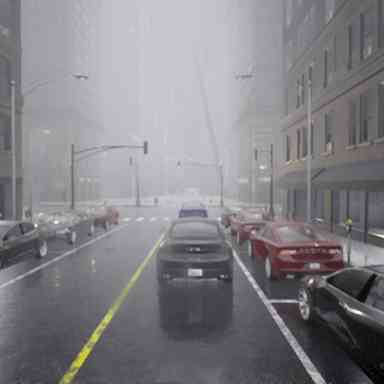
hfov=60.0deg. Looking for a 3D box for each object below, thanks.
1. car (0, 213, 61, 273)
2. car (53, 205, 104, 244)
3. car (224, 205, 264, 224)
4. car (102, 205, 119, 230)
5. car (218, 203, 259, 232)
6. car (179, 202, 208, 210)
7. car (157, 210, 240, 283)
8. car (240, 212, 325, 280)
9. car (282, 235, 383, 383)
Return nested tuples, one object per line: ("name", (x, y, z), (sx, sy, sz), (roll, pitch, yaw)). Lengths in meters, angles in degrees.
("car", (-5.761, 1.544, 9.725), (1.947, 1.339, 4.313), (-1, 0, 0))
("car", (-5.755, 1.517, 15.230), (2.008, 1.369, 4.403), (-1, 0, 0))
("car", (2.770, 1.511, 15.219), (1.887, 1.381, 4.507), (-1, 0, 0))
("car", (-5.748, 1.499, 20.735), (1.887, 1.381, 4.507), (-1, 0, 0))
("car", (2.777, 1.500, 20.725), (1.887, 1.381, 4.507), (-1, 0, 0))
("car", (0.098, 1.427, 23.309), (1.882, 1.535, 5.008), (0, 0, 1))
("car", (0.085, 1.483, 9.586), (1.837, 1.490, 4.892), (0, 0, 0))
("car", (2.764, 1.523, 9.714), (1.887, 1.381, 4.507), (-1, 0, 0))
("car", (2.758, 1.556, 4.210), (1.947, 1.339, 4.313), (-1, 0, 0))
